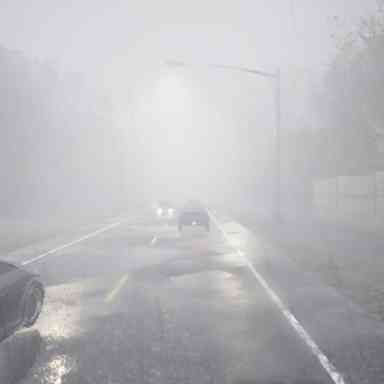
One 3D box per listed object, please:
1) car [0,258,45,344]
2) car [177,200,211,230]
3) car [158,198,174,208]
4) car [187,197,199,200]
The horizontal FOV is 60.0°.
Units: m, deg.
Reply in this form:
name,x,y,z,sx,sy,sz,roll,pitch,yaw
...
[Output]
name,x,y,z,sx,sy,sz,roll,pitch,yaw
car,-3.583,1.538,4.188,1.994,1.385,4.181,2,0,0
car,0.110,1.470,20.847,1.837,1.490,4.892,0,0,0
car,-3.553,1.494,45.549,1.895,1.301,4.718,0,0,0
car,0.125,1.388,40.272,1.882,1.535,5.008,0,0,0
